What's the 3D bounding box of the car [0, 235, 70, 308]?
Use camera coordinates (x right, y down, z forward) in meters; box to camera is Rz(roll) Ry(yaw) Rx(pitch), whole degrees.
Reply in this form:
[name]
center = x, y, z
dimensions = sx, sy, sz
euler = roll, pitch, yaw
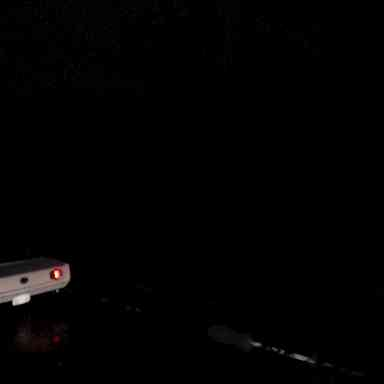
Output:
[car]
center = -4.767, 1.576, 7.082
dimensions = 4.718, 1.301, 1.895
euler = 0, 0, 36
